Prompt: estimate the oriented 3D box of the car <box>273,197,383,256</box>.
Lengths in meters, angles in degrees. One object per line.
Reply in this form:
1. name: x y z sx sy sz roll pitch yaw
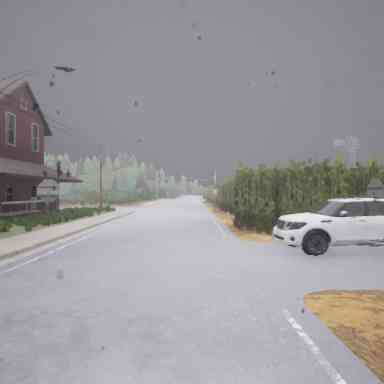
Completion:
1. car: 6.008 1.222 12.700 5.566 2.045 2.150 0 0 -4
